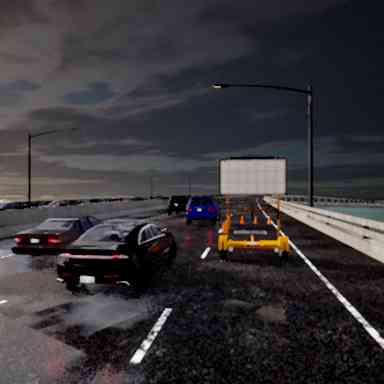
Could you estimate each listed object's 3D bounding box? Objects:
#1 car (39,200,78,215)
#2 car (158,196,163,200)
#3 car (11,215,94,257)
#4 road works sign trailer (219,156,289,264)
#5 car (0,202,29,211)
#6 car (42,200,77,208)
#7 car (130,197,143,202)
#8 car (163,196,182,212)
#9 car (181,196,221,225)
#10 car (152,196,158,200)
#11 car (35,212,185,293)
[{"bbox_3d":[-15.002,1.715,37.618,1.837,1.490,4.892,0,0,9],"label":"car"},{"bbox_3d":[-5.391,1.854,71.940,1.812,1.442,4.674,0,0,10],"label":"car"},{"bbox_3d":[-4.608,1.619,13.091,2.033,1.411,5.357,0,0,9],"label":"car"},{"bbox_3d":[2.214,0.516,12.173,2.380,3.560,2.880,0,0,9],"label":"road works sign trailer"},{"bbox_3d":[-19.090,1.753,34.398,2.033,1.411,5.357,0,0,9],"label":"car"},{"bbox_3d":[-12.404,1.703,31.908,1.812,1.442,4.674,0,0,9],"label":"car"},{"bbox_3d":[-12.202,1.855,73.616,1.837,1.490,4.892,0,0,10],"label":"car"},{"bbox_3d":[-1.038,1.385,35.081,2.150,2.045,5.566,0,0,10],"label":"car"},{"bbox_3d":[0.944,1.338,25.567,2.150,2.045,5.566,0,0,9],"label":"car"},{"bbox_3d":[-7.937,1.683,77.524,2.097,1.767,4.553,0,0,10],"label":"car"},{"bbox_3d":[-1.712,1.538,9.037,2.128,1.511,4.902,0,0,9],"label":"car"}]
